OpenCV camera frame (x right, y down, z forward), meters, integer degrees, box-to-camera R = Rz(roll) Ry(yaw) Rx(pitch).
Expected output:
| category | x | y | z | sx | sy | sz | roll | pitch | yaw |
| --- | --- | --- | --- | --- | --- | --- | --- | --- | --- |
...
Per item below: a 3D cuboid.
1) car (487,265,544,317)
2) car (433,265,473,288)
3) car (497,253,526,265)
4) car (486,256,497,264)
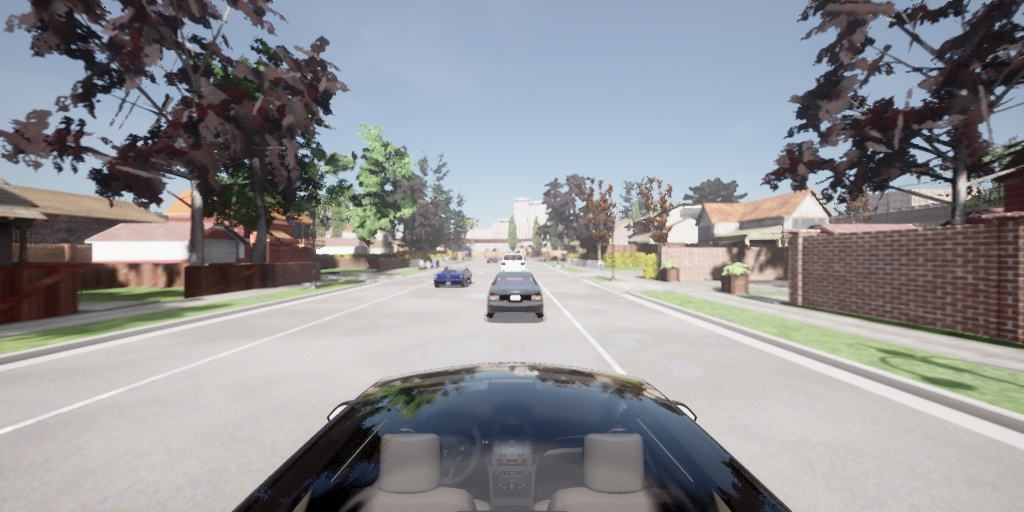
| category | x | y | z | sx | sy | sz | roll | pitch | yaw |
| --- | --- | --- | --- | --- | --- | --- | --- | --- | --- |
| car | 0.098 | 1.234 | 12.853 | 2.033 | 1.411 | 5.357 | 0 | 0 | 0 |
| car | -3.602 | 1.226 | 22.472 | 1.895 | 1.301 | 4.718 | 0 | 0 | 0 |
| car | 0.099 | 0.768 | 31.941 | 2.150 | 2.045 | 5.566 | 0 | 1 | 0 |
| car | -3.527 | 0.727 | 64.691 | 1.994 | 1.385 | 4.181 | 0 | 1 | 1 |
